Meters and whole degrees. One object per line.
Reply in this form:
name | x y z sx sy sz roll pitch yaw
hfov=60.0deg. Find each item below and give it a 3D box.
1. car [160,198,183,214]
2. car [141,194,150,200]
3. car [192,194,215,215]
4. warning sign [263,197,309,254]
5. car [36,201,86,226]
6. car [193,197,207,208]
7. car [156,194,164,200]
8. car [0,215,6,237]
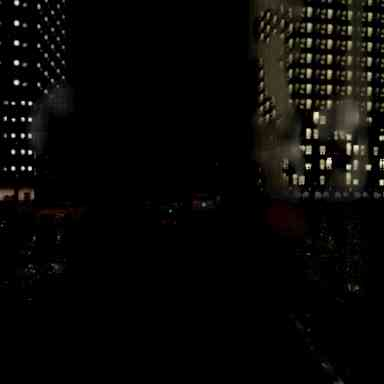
car | -2.070 1.580 34.781 1.895 1.301 4.718 0 0 1
car | -10.555 1.165 76.103 1.895 1.301 4.718 0 0 -5
car | 1.169 1.223 33.845 2.150 2.045 5.566 0 0 1
warning sign | 3.283 1.138 11.744 1.300 1.860 1.060 1 0 2
car | -9.002 1.417 23.233 1.882 1.535 5.008 0 0 2
car | 1.062 1.460 48.018 1.882 1.535 5.008 0 0 -1
car | -7.327 1.126 76.487 2.033 1.411 5.357 0 0 -5
car | -9.389 1.432 13.020 2.128 1.511 4.902 0 0 2
